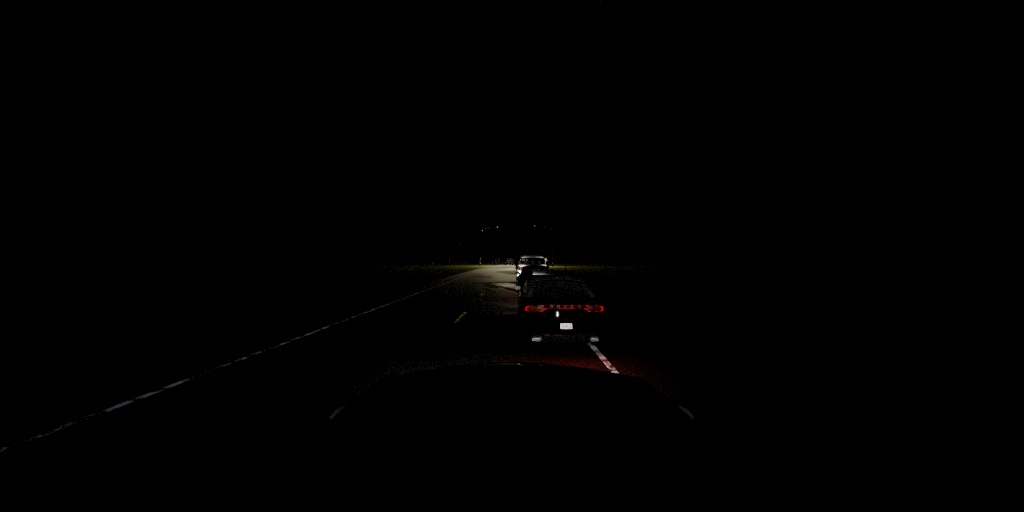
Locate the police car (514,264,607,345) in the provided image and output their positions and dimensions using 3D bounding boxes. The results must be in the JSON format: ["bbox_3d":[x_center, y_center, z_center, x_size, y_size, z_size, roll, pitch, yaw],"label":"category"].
[{"bbox_3d":[1.095,1.175,9.642,1.930,1.638,5.238,0,0,1],"label":"police car"}]

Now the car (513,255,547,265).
[{"bbox_3d":[1.391,0.968,25.512,2.150,2.045,5.566,0,0,2],"label":"car"}]

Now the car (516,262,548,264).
[{"bbox_3d":[1.247,1.253,19.502,1.837,1.490,4.892,0,0,1],"label":"car"}]
